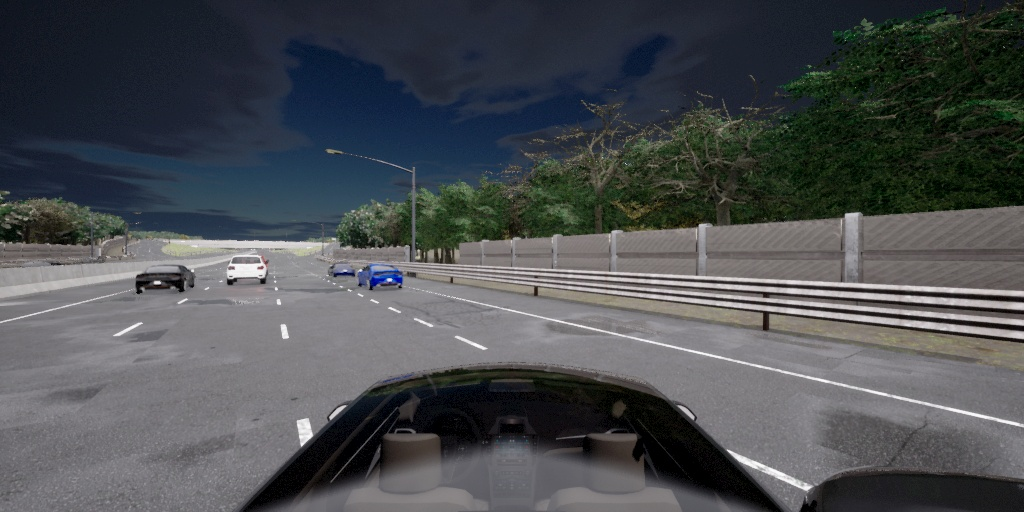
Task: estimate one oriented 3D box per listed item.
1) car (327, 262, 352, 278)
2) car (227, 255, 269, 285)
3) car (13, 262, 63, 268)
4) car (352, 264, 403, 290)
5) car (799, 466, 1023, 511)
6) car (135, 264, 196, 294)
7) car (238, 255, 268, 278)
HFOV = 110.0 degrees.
[{"bbox_3d":[-16.455,1.295,34.570,1.994,1.385,4.181,0,0,-34],"label":"car"},{"bbox_3d":[-19.274,0.957,26.201,2.150,2.045,5.566,0,0,-34],"label":"car"},{"bbox_3d":[-38.258,1.225,29.040,1.837,1.490,4.892,0,0,-34],"label":"car"},{"bbox_3d":[-8.383,1.221,22.548,1.882,1.535,5.008,0,0,-34],"label":"car"},{"bbox_3d":[2.985,1.315,0.453,4.181,1.385,1.994,0,0,34],"label":"car"},{"bbox_3d":[-19.726,1.216,20.595,1.882,1.535,5.008,0,0,-34],"label":"car"},{"bbox_3d":[-25.263,0.946,35.152,2.150,2.045,5.566,0,0,-34],"label":"car"}]
